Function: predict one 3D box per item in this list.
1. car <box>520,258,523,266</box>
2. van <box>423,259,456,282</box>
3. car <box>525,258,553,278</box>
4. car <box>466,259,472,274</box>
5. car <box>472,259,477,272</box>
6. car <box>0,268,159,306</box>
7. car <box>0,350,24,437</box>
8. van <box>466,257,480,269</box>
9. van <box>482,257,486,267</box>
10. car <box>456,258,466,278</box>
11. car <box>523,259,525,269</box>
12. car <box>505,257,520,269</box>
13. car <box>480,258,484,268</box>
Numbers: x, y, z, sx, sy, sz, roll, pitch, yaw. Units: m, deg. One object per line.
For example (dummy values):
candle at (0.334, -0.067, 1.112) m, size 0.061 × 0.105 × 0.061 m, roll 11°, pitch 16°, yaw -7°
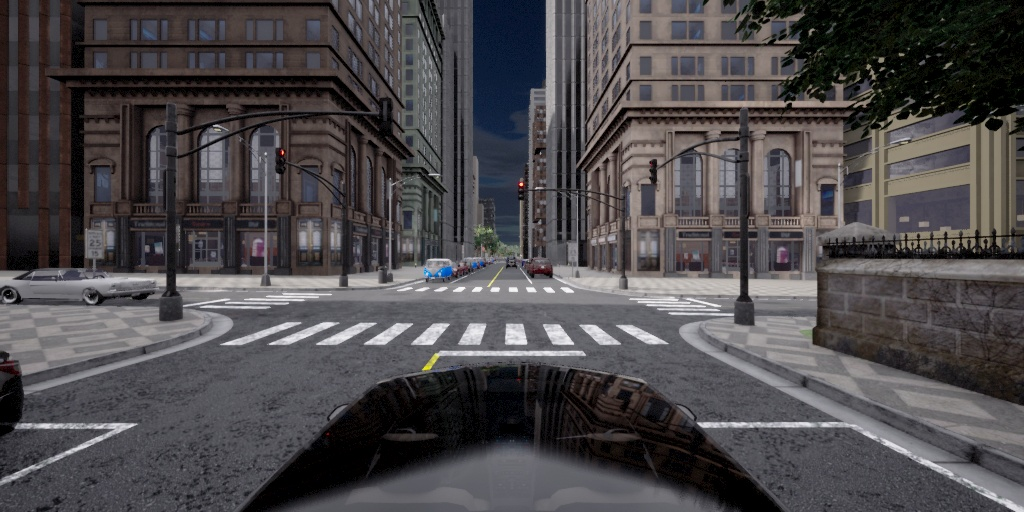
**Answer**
car at (2.656, 1.353, 55.663) m, size 2.007 × 1.370 × 4.403 m, roll 0°, pitch 0°, yaw 0°
van at (-5.816, 1.105, 28.434) m, size 1.690 × 1.789 × 3.998 m, roll 0°, pitch 0°, yaw 0°
car at (2.699, 1.085, 33.901) m, size 2.192 × 1.841 × 5.009 m, roll 0°, pitch 0°, yaw 0°
car at (-5.837, 1.323, 39.316) m, size 1.888 × 1.381 × 4.507 m, roll 0°, pitch 0°, yaw 0°
car at (-5.848, 1.351, 44.757) m, size 1.948 × 1.339 × 4.313 m, roll 0°, pitch 0°, yaw 0°
car at (-16.565, 1.120, 13.679) m, size 4.718 × 1.301 × 1.895 m, roll 1°, pitch 0°, yaw 0°
car at (-5.763, 1.316, 1.777) m, size 1.948 × 1.339 × 4.313 m, roll 0°, pitch 0°, yaw 0°
van at (-5.859, 1.135, 50.198) m, size 1.690 × 1.789 × 3.998 m, roll 0°, pitch 0°, yaw 0°
van at (-5.881, 1.151, 61.081) m, size 1.690 × 1.789 × 3.998 m, roll 0°, pitch 0°, yaw 0°
car at (-5.826, 1.210, 33.875) m, size 1.967 × 1.591 × 4.097 m, roll 0°, pitch 0°, yaw 0°
car at (2.688, 1.092, 39.341) m, size 2.192 × 1.841 × 5.009 m, roll 0°, pitch 0°, yaw 0°
car at (-0.063, 1.313, 59.091) m, size 1.837 × 1.490 × 4.892 m, roll 0°, pitch 0°, yaw 1°
car at (-5.870, 1.347, 55.640) m, size 1.888 × 1.381 × 4.507 m, roll 0°, pitch 0°, yaw 0°
